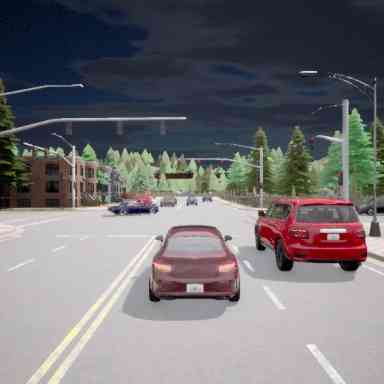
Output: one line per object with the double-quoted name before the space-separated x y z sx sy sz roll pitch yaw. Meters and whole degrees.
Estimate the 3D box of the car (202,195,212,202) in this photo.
"car" 3.368 1.355 74.307 2.097 1.767 4.553 0 0 0

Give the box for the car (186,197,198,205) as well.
"car" -0.001 1.547 57.969 2.033 1.411 5.357 0 0 0

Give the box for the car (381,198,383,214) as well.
"car" 18.267 1.352 32.413 4.553 1.767 2.097 0 0 0

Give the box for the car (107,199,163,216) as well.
"car" -5.597 1.601 31.842 4.718 1.301 1.895 0 0 -31

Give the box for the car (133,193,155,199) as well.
"car" -7.161 1.221 47.869 2.150 2.045 5.566 0 0 2

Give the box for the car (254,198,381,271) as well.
"car" 3.555 1.221 11.025 2.150 2.045 5.566 0 0 0

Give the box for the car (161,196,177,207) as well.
"car" -3.693 1.352 51.144 2.097 1.767 4.553 0 0 0

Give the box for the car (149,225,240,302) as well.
"car" 0.048 1.526 8.144 1.812 1.442 4.674 0 0 0

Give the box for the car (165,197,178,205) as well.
"car" -3.690 1.564 59.752 1.994 1.385 4.181 0 0 0

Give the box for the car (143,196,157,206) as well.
"car" -7.196 1.525 57.267 1.812 1.442 4.674 0 0 1
